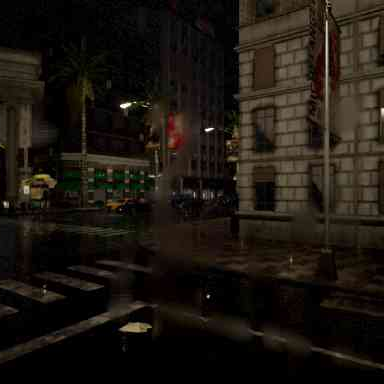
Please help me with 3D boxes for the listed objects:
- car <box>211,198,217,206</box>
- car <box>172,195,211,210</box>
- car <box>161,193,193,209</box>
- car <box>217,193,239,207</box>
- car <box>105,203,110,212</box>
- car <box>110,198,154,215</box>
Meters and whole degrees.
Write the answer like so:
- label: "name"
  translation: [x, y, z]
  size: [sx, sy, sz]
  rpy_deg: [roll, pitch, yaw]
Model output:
- label: "car"
  translation: [4.886, 1.352, 53.644]
  size: [4.553, 1.767, 2.097]
  rpy_deg: [0, 0, -43]
- label: "car"
  translation: [-0.012, 1.526, 42.473]
  size: [1.812, 1.442, 4.674]
  rpy_deg: [0, 0, 37]
- label: "car"
  translation: [-1.797, 1.221, 45.952]
  size: [2.150, 2.045, 5.566]
  rpy_deg: [0, 0, 37]
- label: "car"
  translation: [6.772, 1.221, 50.718]
  size: [5.566, 2.045, 2.150]
  rpy_deg: [0, 0, -45]
- label: "car"
  translation: [-7.599, 1.478, 38.073]
  size: [1.882, 1.535, 5.008]
  rpy_deg: [0, 0, 37]
- label: "car"
  translation: [-5.918, 1.564, 34.445]
  size: [1.994, 1.385, 4.181]
  rpy_deg: [0, 0, 36]
